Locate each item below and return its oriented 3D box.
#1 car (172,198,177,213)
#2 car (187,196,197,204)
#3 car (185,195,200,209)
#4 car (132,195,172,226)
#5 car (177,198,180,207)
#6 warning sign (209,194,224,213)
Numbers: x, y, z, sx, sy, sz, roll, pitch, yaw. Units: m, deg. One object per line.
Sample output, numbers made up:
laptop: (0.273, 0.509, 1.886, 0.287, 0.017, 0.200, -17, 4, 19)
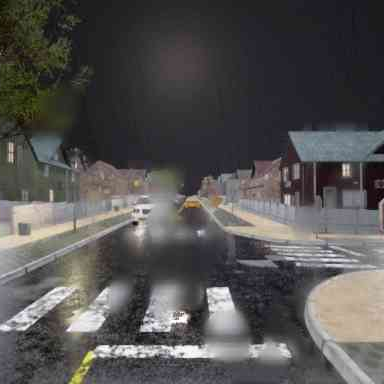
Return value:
car: (-2.899, 1.544, 35.278, 1.837, 1.490, 4.892, 0, 0, 0)
car: (-0.004, 1.626, 69.723, 1.837, 1.490, 4.892, 0, 0, 0)
car: (0.034, 1.539, 46.323, 1.882, 1.535, 5.008, 0, 0, 0)
car: (-2.884, 1.245, 24.119, 2.150, 2.045, 5.566, 0, 0, 0)
car: (-2.888, 1.626, 53.420, 2.033, 1.411, 5.357, 0, 0, 0)
warning sign: (2.444, 1.152, 33.029, 1.300, 1.860, 1.060, -2, -2, 0)
